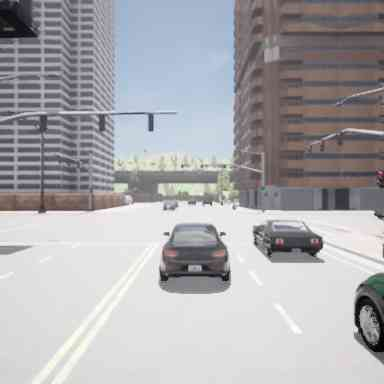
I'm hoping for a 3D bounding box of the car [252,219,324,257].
[{"bbox_3d":[3.699,1.772,13.760,1.895,1.301,4.718,0,-1,2],"label":"car"}]

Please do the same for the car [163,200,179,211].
[{"bbox_3d":[-3.592,2.146,52.804,2.128,1.511,4.902,0,-1,-1],"label":"car"}]

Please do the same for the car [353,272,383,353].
[{"bbox_3d":[3.600,1.396,3.433,2.097,1.767,4.553,0,-1,0],"label":"car"}]

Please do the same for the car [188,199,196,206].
[{"bbox_3d":[0.013,2.357,75.277,1.837,1.490,4.892,0,-1,0],"label":"car"}]

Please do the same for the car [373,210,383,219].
[{"bbox_3d":[19.962,1.993,31.710,4.718,1.301,1.895,0,-1,1],"label":"car"}]

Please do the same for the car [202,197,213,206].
[{"bbox_3d":[3.513,2.166,75.990,2.150,2.045,5.566,0,-1,0],"label":"car"}]

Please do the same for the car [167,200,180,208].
[{"bbox_3d":[-3.531,2.274,63.207,2.128,1.511,4.902,0,-1,1],"label":"car"}]

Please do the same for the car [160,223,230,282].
[{"bbox_3d":[0.082,1.652,10.089,1.812,1.442,4.674,0,-1,0],"label":"car"}]
